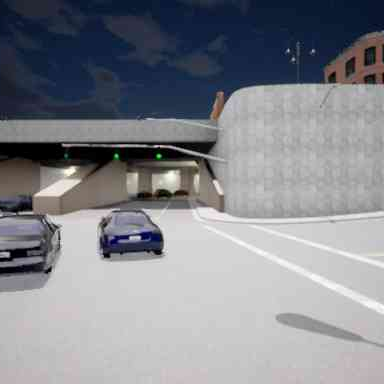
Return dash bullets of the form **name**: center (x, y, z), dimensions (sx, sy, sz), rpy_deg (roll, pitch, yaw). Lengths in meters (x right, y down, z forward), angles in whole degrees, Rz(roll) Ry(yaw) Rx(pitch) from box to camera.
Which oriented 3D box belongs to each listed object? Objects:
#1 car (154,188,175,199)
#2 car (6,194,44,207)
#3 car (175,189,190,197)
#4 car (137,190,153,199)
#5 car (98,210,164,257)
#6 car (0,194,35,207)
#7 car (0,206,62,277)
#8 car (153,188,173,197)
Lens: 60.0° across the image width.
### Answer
- **car**: center (-4.849, 0.217, 59.537), dimensions (2.097, 1.767, 4.553), rpy_deg (0, 1, 6)
- **car**: center (-18.571, 0.918, 37.222), dimensions (1.895, 1.301, 4.718), rpy_deg (0, 1, -1)
- **car**: center (-2.233, 0.199, 69.337), dimensions (1.812, 1.442, 4.674), rpy_deg (0, 1, 28)
- **car**: center (-8.366, 0.427, 59.244), dimensions (2.033, 1.411, 5.357), rpy_deg (0, 1, 6)
- **car**: center (-2.312, 1.319, 11.972), dimensions (1.994, 1.385, 4.181), rpy_deg (0, 1, -17)
- **car**: center (-14.839, 1.026, 28.172), dimensions (2.033, 1.411, 5.357), rpy_deg (0, 1, -2)
- **car**: center (-4.862, 1.354, 9.517), dimensions (2.033, 1.411, 5.357), rpy_deg (0, 1, -19)
- **car**: center (-6.039, 0.040, 69.291), dimensions (2.097, 1.767, 4.553), rpy_deg (0, 1, 24)
